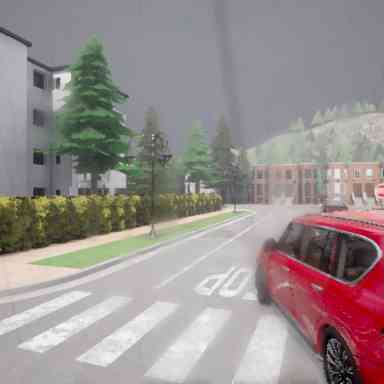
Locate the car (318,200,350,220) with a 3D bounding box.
[{"bbox_3d":[12.209,1.479,28.901,1.882,1.535,5.008,0,0,16],"label":"car"}]

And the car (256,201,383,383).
[{"bbox_3d":[2.471,1.269,4.883,2.150,2.045,5.566,-4,-1,-1],"label":"car"}]
